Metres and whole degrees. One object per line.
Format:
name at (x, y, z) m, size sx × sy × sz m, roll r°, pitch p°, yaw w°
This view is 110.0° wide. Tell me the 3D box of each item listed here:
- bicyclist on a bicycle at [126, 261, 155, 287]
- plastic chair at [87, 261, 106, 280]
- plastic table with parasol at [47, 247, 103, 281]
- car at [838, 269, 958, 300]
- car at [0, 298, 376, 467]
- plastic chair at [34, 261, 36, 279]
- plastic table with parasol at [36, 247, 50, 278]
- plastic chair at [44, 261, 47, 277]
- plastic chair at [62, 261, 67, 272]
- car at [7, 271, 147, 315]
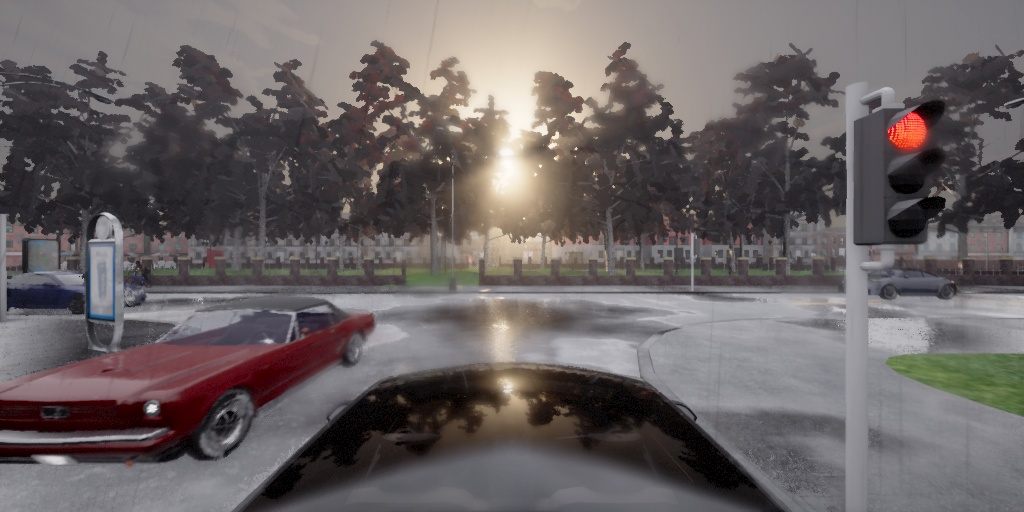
bicyclist on a bicycle at (-22.028, 1.099, 21.269) m, size 0.582 × 1.620 × 1.656 m, roll 0°, pitch 0°, yaw 0°
plastic chair at (-38.183, 1.296, 32.990) m, size 0.730 × 1.272 × 0.750 m, roll 0°, pitch 0°, yaw -40°
plastic table with parasol at (-39.181, 0.694, 32.257) m, size 2.482 × 2.480 × 2.482 m, roll 0°, pitch 0°, yaw -40°
car at (18.249, 1.314, 17.080) m, size 4.181 × 1.385 × 1.994 m, roll 0°, pitch 0°, yaw 0°
car at (-3.717, 1.351, 5.121) m, size 1.895 × 1.301 × 4.718 m, roll 0°, pitch 0°, yaw 0°
plastic chair at (-44.610, 1.295, 34.151) m, size 0.730 × 1.272 × 0.750 m, roll 0°, pitch 0°, yaw -41°
plastic table with parasol at (-43.602, 0.620, 34.901) m, size 2.482 × 2.480 × 2.482 m, roll 0°, pitch 0°, yaw -39°
plastic chair at (-40.212, 1.293, 31.512) m, size 0.730 × 1.272 × 0.750 m, roll 0°, pitch 0°, yaw -40°
plastic chair at (-38.279, 1.306, 31.284) m, size 0.750 × 1.272 × 0.730 m, roll 0°, pitch 0°, yaw -35°
car at (-16.059, 1.276, 12.894) m, size 4.674 × 1.442 × 1.812 m, roll 0°, pitch 0°, yaw 0°
